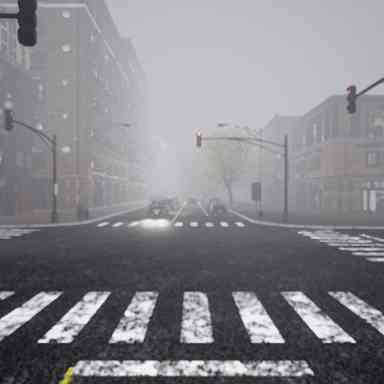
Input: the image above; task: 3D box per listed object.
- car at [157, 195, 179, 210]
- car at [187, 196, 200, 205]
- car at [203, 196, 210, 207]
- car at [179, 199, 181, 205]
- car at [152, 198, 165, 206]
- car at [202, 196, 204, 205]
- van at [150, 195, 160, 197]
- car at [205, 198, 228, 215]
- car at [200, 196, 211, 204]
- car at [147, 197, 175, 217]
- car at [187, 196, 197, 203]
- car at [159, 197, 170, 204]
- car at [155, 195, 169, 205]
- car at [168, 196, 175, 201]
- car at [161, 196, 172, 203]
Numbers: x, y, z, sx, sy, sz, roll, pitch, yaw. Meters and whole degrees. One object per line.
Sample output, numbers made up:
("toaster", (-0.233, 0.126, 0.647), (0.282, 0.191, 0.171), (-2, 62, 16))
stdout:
("car", (-3.065, 1.529, 41.833), (1.882, 1.535, 5.008), (0, 0, 0))
("car", (0.042, 1.658, 61.433), (1.994, 1.385, 4.181), (0, 0, 0))
("car", (2.716, 1.488, 39.946), (1.967, 1.590, 4.097), (0, 0, 0))
("car", (-3.014, 1.610, 57.703), (1.812, 1.442, 4.674), (0, 0, 1))
("car", (-5.653, 1.665, 57.043), (1.802, 1.307, 4.206), (0, 0, 0))
("car", (2.720, 1.499, 45.642), (1.967, 1.590, 4.097), (0, 0, 0))
("van", (-5.657, 1.411, 51.347), (1.690, 1.788, 3.998), (0, 0, 0))
("car", (2.713, 1.588, 34.249), (2.008, 1.369, 4.403), (0, 0, 0))
("car", (2.735, 1.553, 68.430), (1.967, 1.590, 4.097), (0, 0, 0))
("car", (-3.080, 1.524, 31.463), (2.128, 1.511, 4.902), (0, 0, 0))
("car", (0.049, 1.573, 71.440), (2.033, 1.411, 5.357), (0, 0, 0))
("car", (-5.645, 1.679, 68.437), (1.947, 1.339, 4.313), (0, 0, 0))
("car", (-5.650, 1.413, 62.740), (2.192, 1.841, 5.009), (0, 0, 0))
("car", (-5.631, 1.709, 91.054), (1.752, 1.417, 4.829), (0, 0, 0))
("car", (-5.642, 1.681, 74.133), (2.008, 1.369, 4.403), (0, 0, 0))
